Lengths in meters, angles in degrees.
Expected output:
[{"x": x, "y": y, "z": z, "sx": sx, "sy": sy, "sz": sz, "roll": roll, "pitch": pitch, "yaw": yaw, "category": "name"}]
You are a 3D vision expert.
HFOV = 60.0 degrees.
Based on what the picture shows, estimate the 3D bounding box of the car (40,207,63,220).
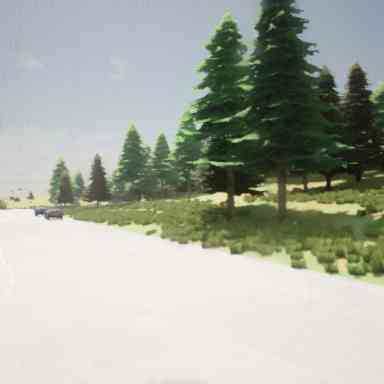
[{"x": -18.065, "y": 2.806, "z": 43.459, "sx": 2.128, "sy": 1.511, "sz": 4.902, "roll": 0, "pitch": -1, "yaw": -30, "category": "car"}]

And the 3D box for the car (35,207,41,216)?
[{"x": -24.351, "y": 3.123, "z": 54.090, "sx": 1.882, "sy": 1.535, "sz": 5.008, "roll": 0, "pitch": -1, "yaw": -30, "category": "car"}]
